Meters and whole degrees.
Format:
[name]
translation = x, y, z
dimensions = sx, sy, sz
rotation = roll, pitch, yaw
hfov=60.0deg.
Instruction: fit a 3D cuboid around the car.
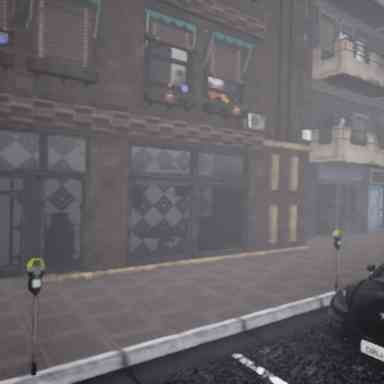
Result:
[car]
translation = 4.016, 1.565, 5.233
dimensions = 4.313, 1.339, 1.947
rotation = 1, 1, -34
